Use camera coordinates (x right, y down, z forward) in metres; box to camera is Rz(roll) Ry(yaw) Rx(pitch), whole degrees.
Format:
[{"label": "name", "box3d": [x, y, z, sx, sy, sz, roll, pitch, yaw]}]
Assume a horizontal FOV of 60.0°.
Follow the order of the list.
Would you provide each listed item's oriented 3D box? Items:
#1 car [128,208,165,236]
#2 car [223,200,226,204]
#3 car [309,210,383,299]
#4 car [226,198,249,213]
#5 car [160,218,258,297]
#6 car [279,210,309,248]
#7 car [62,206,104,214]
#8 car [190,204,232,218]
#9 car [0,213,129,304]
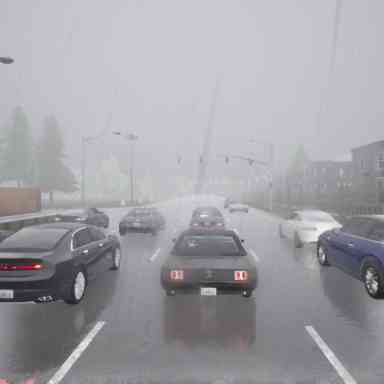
[{"label": "car", "box3d": [-2.661, 1.564, 18.457, 1.994, 1.385, 4.181, 0, 0, 2]}, {"label": "car", "box3d": [5.444, 1.547, 46.463, 2.033, 1.411, 5.357, 0, 0, 2]}, {"label": "car", "box3d": [4.872, 1.351, 8.565, 2.097, 1.767, 4.553, 0, 0, 2]}, {"label": "car", "box3d": [5.066, 1.601, 36.572, 1.895, 1.301, 4.718, 0, 0, 3]}, {"label": "car", "box3d": [0.416, 1.601, 8.530, 1.895, 1.301, 4.718, 0, 0, 2]}, {"label": "car", "box3d": [5.130, 1.526, 14.590, 1.812, 1.442, 4.674, 0, 0, 2]}, {"label": "car", "box3d": [-6.146, 1.526, 18.897, 1.812, 1.442, 4.674, 0, 0, 3]}, {"label": "car", "box3d": [0.826, 1.547, 18.113, 2.033, 1.411, 5.357, 0, 0, 2]}, {"label": "car", "box3d": [-3.105, 1.505, 8.126, 1.837, 1.490, 4.892, 0, 0, 2]}]
